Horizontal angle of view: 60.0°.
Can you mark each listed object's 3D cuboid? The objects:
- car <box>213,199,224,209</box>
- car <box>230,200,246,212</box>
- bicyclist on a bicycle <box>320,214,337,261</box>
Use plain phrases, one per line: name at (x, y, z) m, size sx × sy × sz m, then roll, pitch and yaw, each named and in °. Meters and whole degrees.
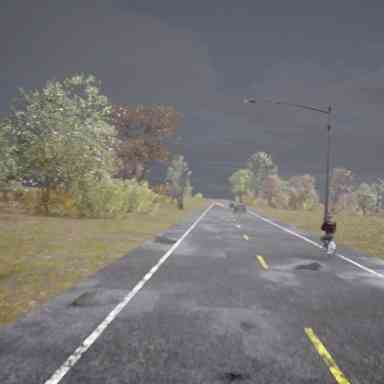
car at (5.144, 2.378, 65.404) m, size 2.097 × 1.767 × 4.553 m, roll 2°, pitch -1°, yaw 5°
car at (7.909, 2.501, 54.953) m, size 2.128 × 1.511 × 4.902 m, roll 2°, pitch -1°, yaw 5°
bicyclist on a bicycle at (5.384, 1.757, 13.245) m, size 0.659 × 1.776 × 1.843 m, roll 2°, pitch -1°, yaw 5°
